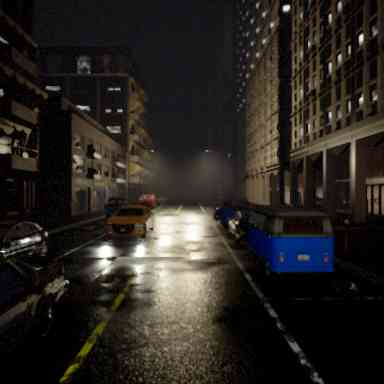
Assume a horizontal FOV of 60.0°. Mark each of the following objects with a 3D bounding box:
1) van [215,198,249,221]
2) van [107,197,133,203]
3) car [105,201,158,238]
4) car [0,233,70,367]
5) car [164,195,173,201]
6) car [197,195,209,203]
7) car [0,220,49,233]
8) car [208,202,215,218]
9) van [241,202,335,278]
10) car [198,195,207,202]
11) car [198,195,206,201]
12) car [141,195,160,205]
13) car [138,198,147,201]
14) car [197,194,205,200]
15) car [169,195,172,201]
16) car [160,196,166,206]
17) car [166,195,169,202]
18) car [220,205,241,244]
[{"bbox_3d":[2.632,1.314,21.091,1.690,1.788,3.998,0,0,0],"label":"van"},{"bbox_3d":[-5.766,1.315,26.715,1.690,1.788,3.998,0,0,0],"label":"van"},{"bbox_3d":[-3.129,1.459,17.603,1.882,1.535,5.008,0,0,0],"label":"car"},{"bbox_3d":[-3.109,1.545,3.707,2.033,1.411,5.357,0,0,0],"label":"car"},{"bbox_3d":[-5.932,1.488,83.201,1.887,1.381,4.507,0,0,0],"label":"car"},{"bbox_3d":[2.498,1.523,66.279,1.802,1.307,4.206,0,0,0],"label":"car"},{"bbox_3d":[-5.716,1.542,9.770,2.008,1.369,4.403,0,0,0],"label":"car"},{"bbox_3d":[2.614,1.534,26.739,1.947,1.339,4.313,0,0,0],"label":"car"},{"bbox_3d":[2.664,1.327,9.793,1.690,1.788,3.998,0,0,0],"label":"van"},{"bbox_3d":[2.465,1.504,77.576,1.947,1.339,4.313,0,0,0],"label":"car"},{"bbox_3d":[2.448,1.520,83.226,1.802,1.307,4.206,0,0,0],"label":"car"},{"bbox_3d":[-5.816,1.275,43.660,2.192,1.841,5.009,0,0,0],"label":"car"},{"bbox_3d":[-5.783,1.550,32.363,1.802,1.307,4.206,0,0,0],"label":"car"},{"bbox_3d":[2.431,1.378,88.873,1.967,1.590,4.097,0,0,0],"label":"car"},{"bbox_3d":[-5.899,1.470,71.733,1.752,1.417,4.829,0,0,0],"label":"car"},{"bbox_3d":[-5.849,1.518,54.958,1.947,1.339,4.313,0,0,0],"label":"car"},{"bbox_3d":[-5.865,1.500,60.606,2.008,1.369,4.403,0,0,0],"label":"car"},{"bbox_3d":[2.648,1.530,15.442,2.008,1.369,4.403,0,0,0],"label":"car"}]
